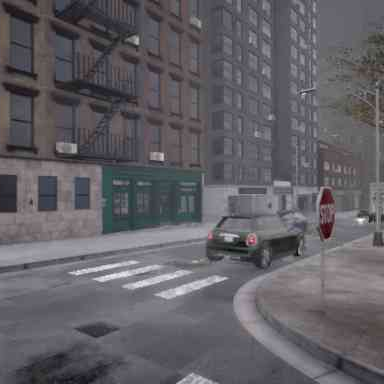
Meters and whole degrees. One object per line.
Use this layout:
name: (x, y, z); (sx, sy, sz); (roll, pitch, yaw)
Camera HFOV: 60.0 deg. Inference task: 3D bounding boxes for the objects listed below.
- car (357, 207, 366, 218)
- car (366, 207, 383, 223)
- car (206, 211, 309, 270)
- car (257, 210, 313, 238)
car: (22.108, 2.609, 41.627); (1.994, 1.385, 4.181); (0, -1, 39)
car: (19.495, 2.214, 33.714); (2.097, 1.767, 4.553); (0, -1, 38)
car: (2.495, 1.580, 12.273); (2.097, 1.767, 4.553); (0, -1, 38)
car: (6.137, 1.984, 21.614); (1.812, 1.442, 4.674); (0, -2, 38)
